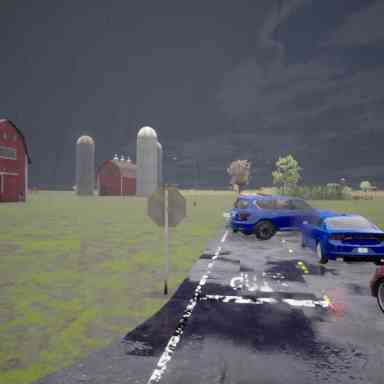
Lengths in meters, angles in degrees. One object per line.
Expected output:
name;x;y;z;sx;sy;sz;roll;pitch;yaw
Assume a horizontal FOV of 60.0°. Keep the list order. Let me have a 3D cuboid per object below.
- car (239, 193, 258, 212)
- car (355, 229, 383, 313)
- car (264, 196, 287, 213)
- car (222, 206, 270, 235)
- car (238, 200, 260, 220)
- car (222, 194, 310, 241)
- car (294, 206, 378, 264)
car;6.848;1.216;40.293;2.150;2.045;5.566;0;0;10
car;4.618;1.529;4.575;1.812;1.442;4.674;0;0;-9
car;9.273;1.348;37.459;2.097;1.767;4.553;0;0;9
car;3.034;1.605;19.759;1.895;1.301;4.718;0;0;-3
car;5.083;1.504;29.736;1.837;1.490;4.892;0;0;9
car;4.604;1.222;16.570;5.566;2.045;2.150;0;1;-13
car;5.114;1.480;11.752;1.882;1.535;5.008;0;0;8
